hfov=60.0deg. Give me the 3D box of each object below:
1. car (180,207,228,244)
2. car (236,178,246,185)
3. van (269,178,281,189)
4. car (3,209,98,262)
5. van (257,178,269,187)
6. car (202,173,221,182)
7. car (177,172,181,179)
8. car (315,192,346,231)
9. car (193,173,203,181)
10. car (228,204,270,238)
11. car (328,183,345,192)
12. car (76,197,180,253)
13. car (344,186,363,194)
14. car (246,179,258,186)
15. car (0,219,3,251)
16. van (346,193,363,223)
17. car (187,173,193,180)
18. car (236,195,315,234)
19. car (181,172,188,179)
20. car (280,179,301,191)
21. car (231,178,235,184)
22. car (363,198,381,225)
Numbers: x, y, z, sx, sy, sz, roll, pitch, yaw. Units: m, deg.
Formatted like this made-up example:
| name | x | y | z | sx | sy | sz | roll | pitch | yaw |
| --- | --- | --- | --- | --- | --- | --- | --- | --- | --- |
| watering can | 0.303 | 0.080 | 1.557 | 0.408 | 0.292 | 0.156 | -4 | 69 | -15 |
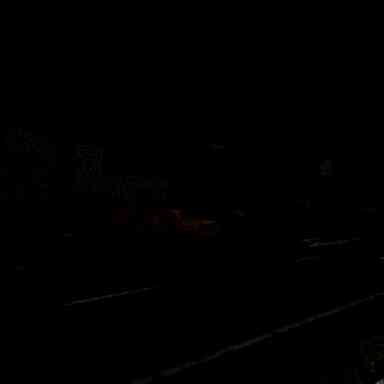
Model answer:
| name | x | y | z | sx | sy | sz | roll | pitch | yaw |
| --- | --- | --- | --- | --- | --- | --- | --- | --- | --- |
| car | -1.253 | 1.486 | 15.849 | 5.366 | 1.575 | 1.946 | -1 | 0 | 34 |
| car | 12.196 | -2.147 | 72.624 | 2.002 | 1.452 | 4.674 | 7 | 4 | 35 |
| van | 17.349 | -1.594 | 65.113 | 1.878 | 1.987 | 4.442 | 7 | 4 | 35 |
| car | -6.009 | 1.519 | 12.265 | 4.792 | 1.488 | 2.163 | -1 | 0 | 34 |
| van | 15.614 | -1.867 | 67.580 | 1.878 | 1.987 | 4.442 | 7 | 4 | 35 |
| car | 5.323 | -3.280 | 82.578 | 1.946 | 1.575 | 5.366 | 7 | 3 | 34 |
| car | -1.849 | -4.466 | 92.103 | 2.435 | 2.045 | 5.566 | 1 | -1 | 34 |
| car | 6.281 | 1.232 | 20.957 | 5.566 | 2.045 | 2.435 | -1 | -1 | 35 |
| car | 3.465 | -3.803 | 84.833 | 2.435 | 2.045 | 5.566 | 7 | 4 | 34 |
| car | 1.349 | 1.525 | 17.483 | 4.674 | 1.452 | 2.002 | -1 | 0 | 35 |
| car | 24.344 | -0.529 | 55.383 | 2.435 | 2.045 | 5.566 | 7 | 3 | 35 |
| car | -3.569 | 1.236 | 14.016 | 5.566 | 2.045 | 2.435 | -1 | 0 | 34 |
| car | 26.042 | 0.034 | 52.916 | 2.002 | 1.452 | 4.674 | 7 | 3 | 35 |
| car | 14.033 | -1.916 | 70.308 | 1.946 | 1.575 | 5.366 | 7 | 3 | 35 |
| car | -8.425 | 1.493 | 10.513 | 4.892 | 1.521 | 2.231 | -1 | -1 | 34 |
| van | 8.816 | 1.256 | 22.633 | 4.442 | 1.987 | 1.878 | -1 | -1 | 35 |
| car | 1.665 | -3.954 | 87.294 | 2.185 | 1.767 | 4.553 | 6 | 3 | 34 |
| car | 3.772 | 1.234 | 19.246 | 5.566 | 2.045 | 2.435 | -1 | -1 | 35 |
| car | -0.071 | -4.189 | 89.760 | 2.185 | 1.767 | 4.553 | 4 | 1 | 33 |
| car | 19.115 | -1.095 | 62.756 | 2.231 | 1.521 | 4.892 | 7 | 3 | 35 |
| car | 10.447 | -2.421 | 75.081 | 2.002 | 1.452 | 4.674 | 7 | 3 | 35 |
| car | 11.221 | 1.357 | 24.389 | 4.553 | 1.767 | 2.185 | -1 | -1 | 35 |
